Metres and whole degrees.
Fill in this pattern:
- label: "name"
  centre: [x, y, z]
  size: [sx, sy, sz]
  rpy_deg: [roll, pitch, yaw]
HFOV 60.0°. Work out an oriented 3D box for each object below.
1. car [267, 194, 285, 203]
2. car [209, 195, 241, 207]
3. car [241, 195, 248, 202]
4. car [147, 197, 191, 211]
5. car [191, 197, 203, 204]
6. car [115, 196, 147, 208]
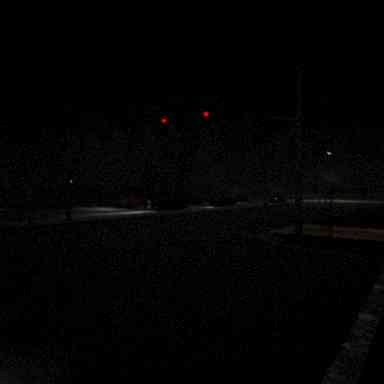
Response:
- label: "car"
  centre: [16.330, 1.197, 64.530]
  size: [2.097, 1.767, 4.553]
  rpy_deg: [0, 0, 36]
- label: "car"
  centre: [4.543, 1.392, 48.476]
  size: [2.033, 1.411, 5.357]
  rpy_deg: [0, 0, 36]
- label: "car"
  centre: [9.500, 1.301, 67.046]
  size: [1.837, 1.490, 4.892]
  rpy_deg: [0, 1, 36]
- label: "car"
  centre: [-2.620, 1.444, 38.657]
  size: [1.895, 1.301, 4.718]
  rpy_deg: [0, 0, 36]
- label: "car"
  centre: [-0.219, 1.400, 53.810]
  size: [1.895, 1.301, 4.718]
  rpy_deg: [0, 0, 36]
- label: "car"
  centre: [-7.764, 1.276, 43.466]
  size: [1.882, 1.535, 5.008]
  rpy_deg: [0, 0, 36]
